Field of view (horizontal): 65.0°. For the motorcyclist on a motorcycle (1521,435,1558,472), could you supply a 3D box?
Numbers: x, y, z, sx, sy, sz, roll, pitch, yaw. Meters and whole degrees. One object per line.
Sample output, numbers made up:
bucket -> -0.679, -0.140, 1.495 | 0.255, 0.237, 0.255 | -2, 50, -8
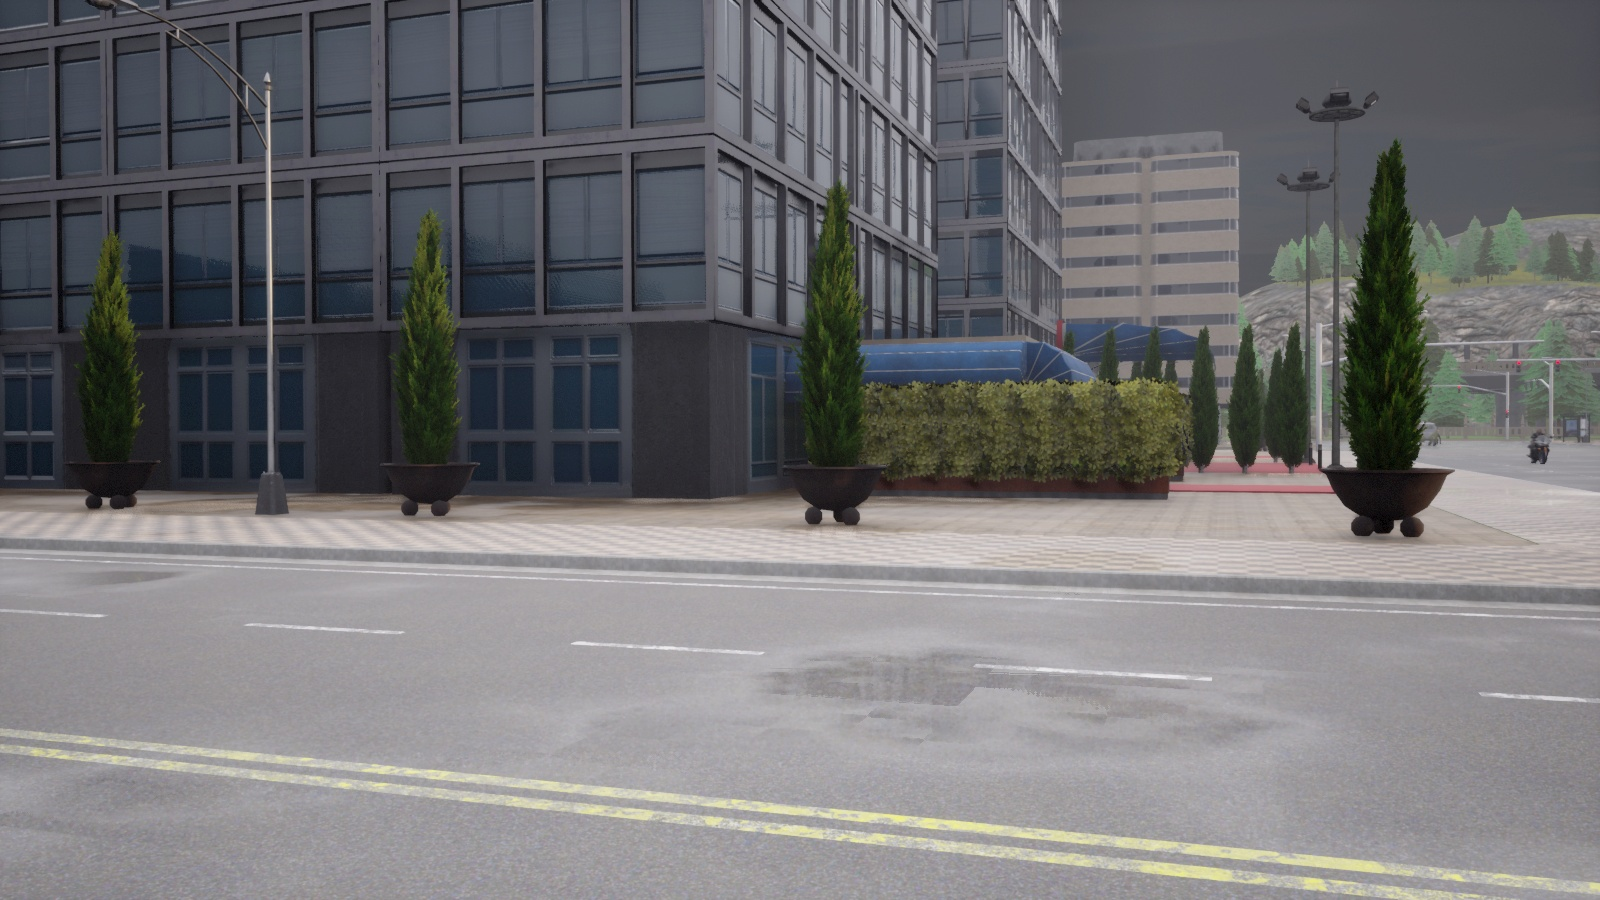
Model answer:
motorcyclist on a motorcycle -> 31.408, 0.125, 53.358 | 0.866, 1.530, 2.191 | 1, 1, 18
